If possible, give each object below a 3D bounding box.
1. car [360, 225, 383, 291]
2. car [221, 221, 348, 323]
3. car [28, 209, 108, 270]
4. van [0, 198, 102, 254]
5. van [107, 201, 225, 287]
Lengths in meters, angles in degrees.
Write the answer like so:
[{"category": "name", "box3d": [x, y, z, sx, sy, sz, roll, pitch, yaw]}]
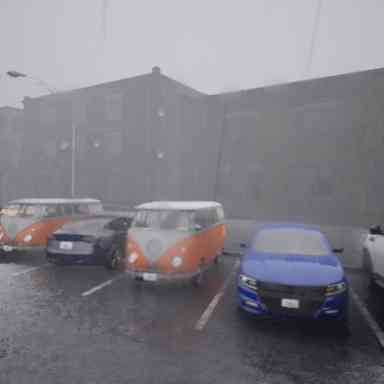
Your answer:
[{"category": "car", "box3d": [4.637, 1.234, 5.825, 2.435, 2.045, 5.566, 0, -1, 15]}, {"category": "car", "box3d": [2.187, 1.478, 7.543, 2.097, 1.535, 5.008, 1, -1, 16]}, {"category": "car", "box3d": [-2.712, 1.493, 11.063, 2.163, 1.488, 4.792, 0, -1, 15]}, {"category": "van", "box3d": [-5.199, 1.228, 12.666, 1.878, 1.987, 4.442, 1, -1, 15]}, {"category": "van", "box3d": [-0.288, 1.243, 9.176, 1.878, 1.987, 4.442, 1, -1, 15]}]
